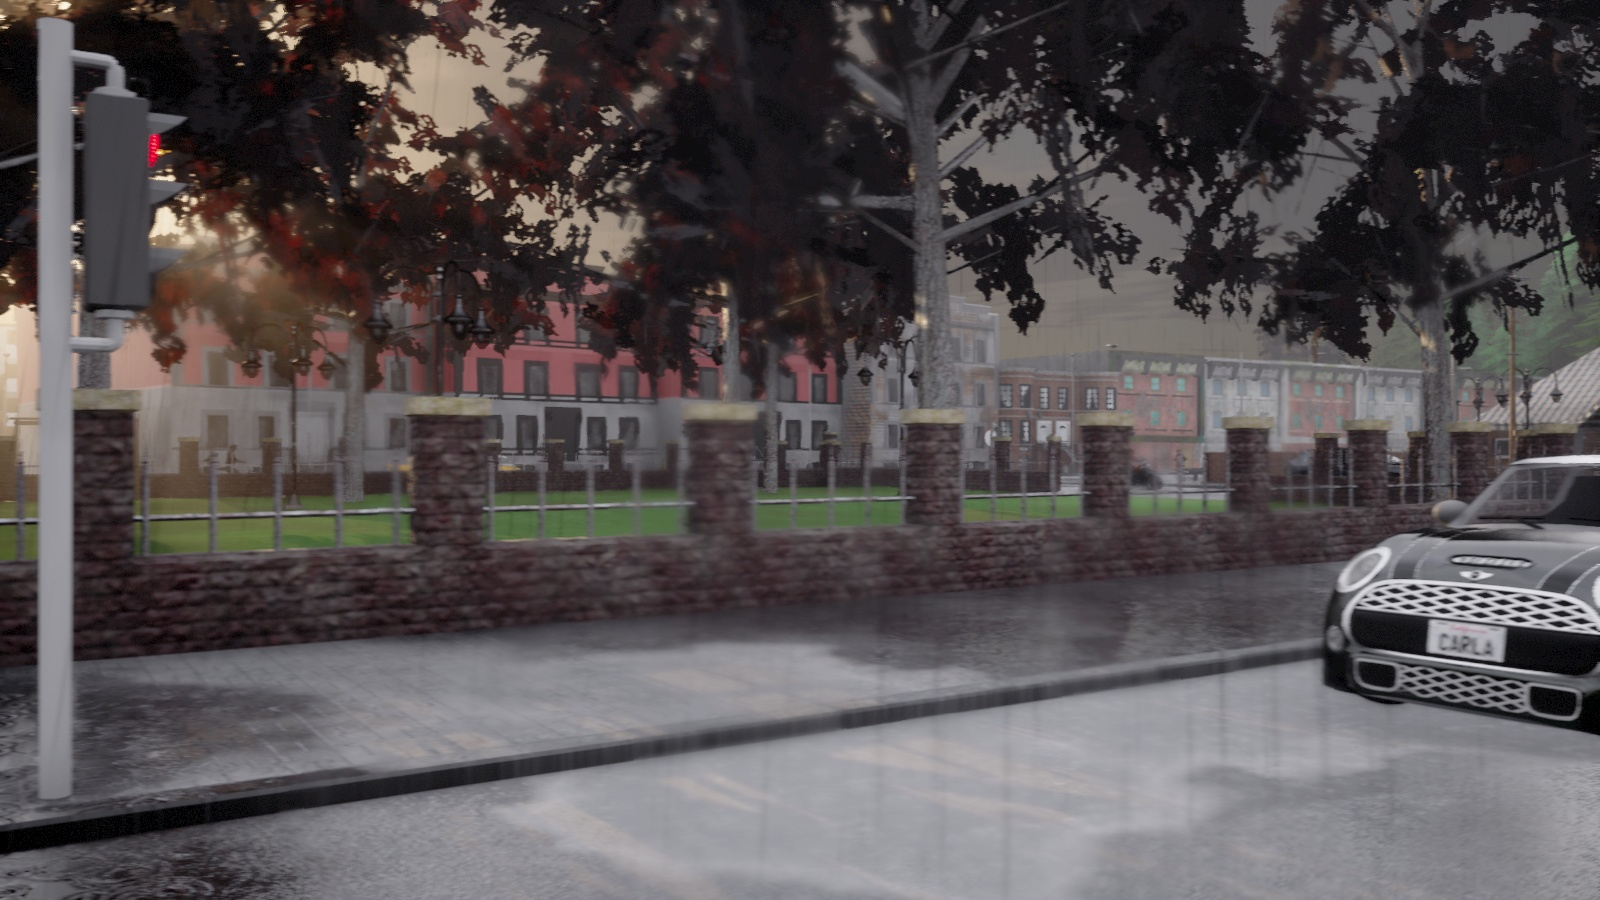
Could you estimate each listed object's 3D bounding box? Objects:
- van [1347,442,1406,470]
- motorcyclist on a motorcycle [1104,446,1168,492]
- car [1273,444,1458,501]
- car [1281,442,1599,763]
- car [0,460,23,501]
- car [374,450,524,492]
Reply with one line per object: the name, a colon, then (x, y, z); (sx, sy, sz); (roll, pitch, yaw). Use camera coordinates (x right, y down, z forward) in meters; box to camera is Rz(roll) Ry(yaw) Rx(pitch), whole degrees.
van: (41.315, 0.419, 89.958); (4.442, 1.987, 1.775); (0, 0, -33)
motorcyclist on a motorcycle: (12.399, 0.691, 46.392); (0.766, 1.649, 2.350); (0, 0, -35)
car: (17.362, 0.643, 38.764); (2.033, 1.649, 4.856); (0, 0, -35)
car: (4.858, 0.698, 7.416); (3.806, 1.475, 1.970); (0, 0, -35)
car: (-27.681, 1.000, 40.197); (4.718, 1.301, 1.895); (0, 0, -33)
car: (-13.740, 0.790, 49.315); (5.366, 1.575, 1.801); (0, 0, -32)
